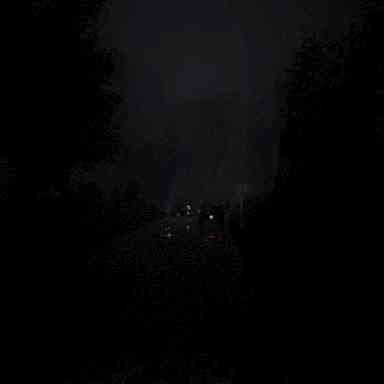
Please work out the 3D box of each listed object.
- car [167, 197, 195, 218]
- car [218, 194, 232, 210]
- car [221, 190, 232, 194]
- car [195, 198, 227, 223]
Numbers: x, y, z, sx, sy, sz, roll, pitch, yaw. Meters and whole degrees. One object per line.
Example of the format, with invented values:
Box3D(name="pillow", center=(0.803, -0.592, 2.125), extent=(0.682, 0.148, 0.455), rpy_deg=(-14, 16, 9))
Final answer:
Box3D(name="car", center=(-0.871, 1.298, 29.766), extent=(2.097, 1.767, 4.553), rpy_deg=(1, 0, 7))
Box3D(name="car", center=(3.896, 1.384, 41.901), extent=(2.128, 1.511, 4.902), rpy_deg=(1, 1, 10))
Box3D(name="car", center=(7.340, 0.283, 70.248), extent=(2.128, 1.511, 4.902), rpy_deg=(1, 3, 15))
Box3D(name="car", center=(1.554, 1.467, 25.080), extent=(1.837, 1.490, 4.892), rpy_deg=(0, 0, 6))
